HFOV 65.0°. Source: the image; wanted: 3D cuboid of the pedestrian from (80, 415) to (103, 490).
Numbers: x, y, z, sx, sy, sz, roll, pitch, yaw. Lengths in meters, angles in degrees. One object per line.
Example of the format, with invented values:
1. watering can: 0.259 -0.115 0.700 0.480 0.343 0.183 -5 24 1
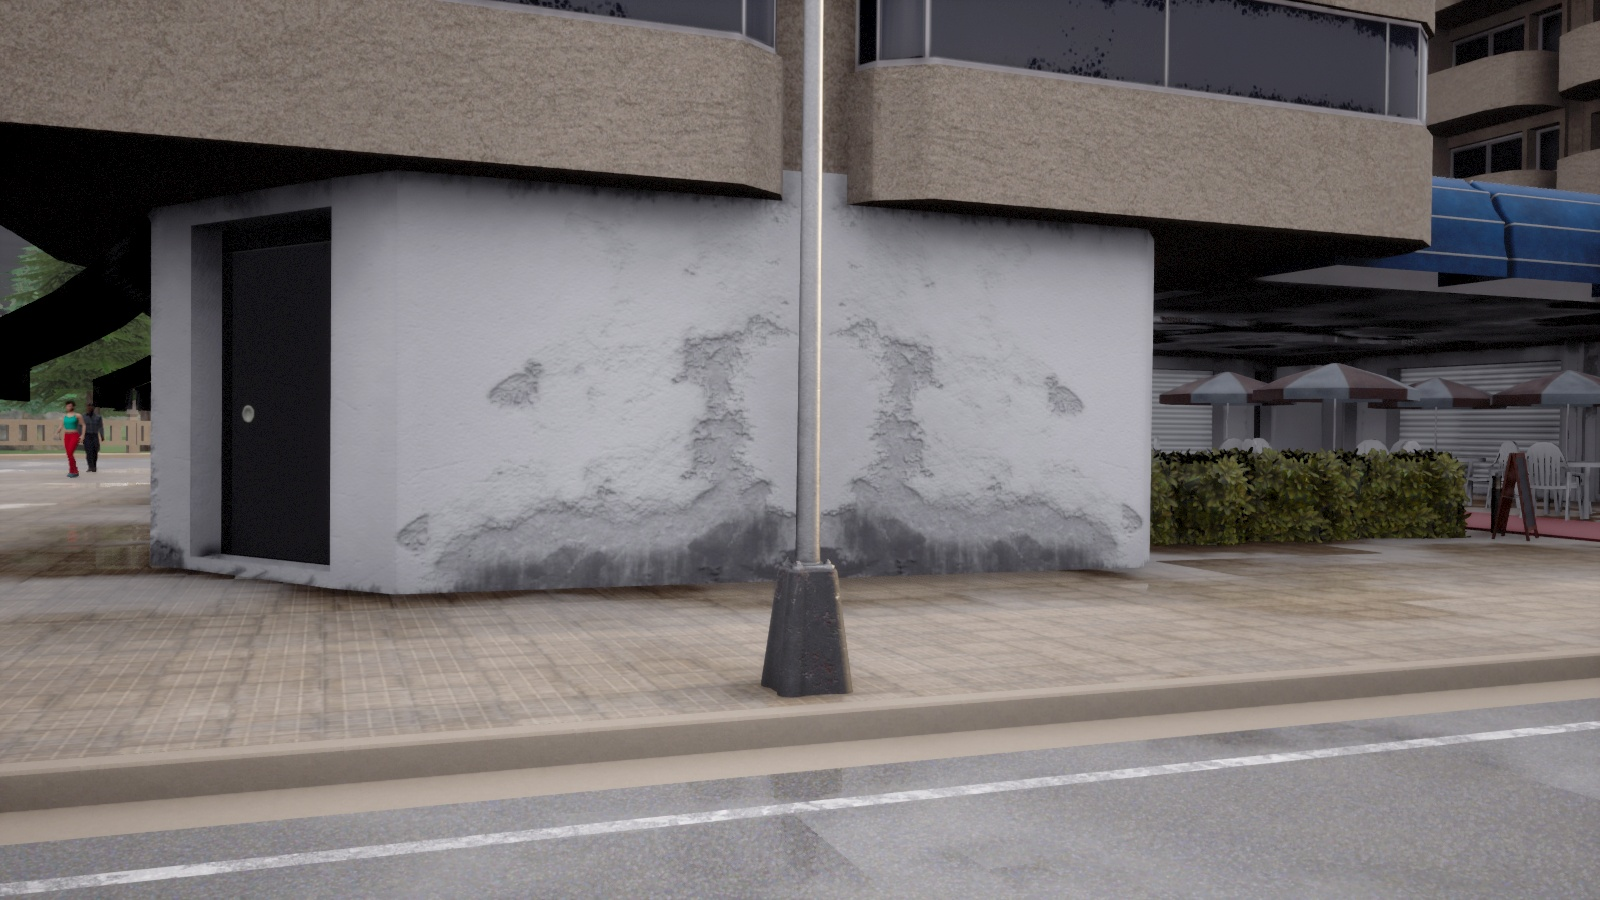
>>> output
1. pedestrian: -18.585 0.056 32.938 0.423 1.949 0.788 -1 1 -25

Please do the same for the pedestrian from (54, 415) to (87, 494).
1. pedestrian: -17.118 0.101 29.483 0.345 1.836 0.594 0 1 9
